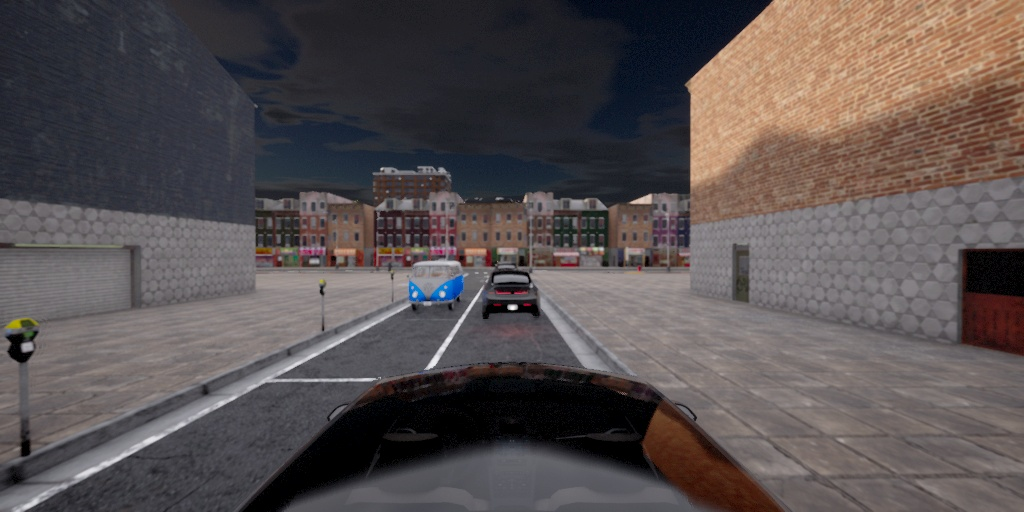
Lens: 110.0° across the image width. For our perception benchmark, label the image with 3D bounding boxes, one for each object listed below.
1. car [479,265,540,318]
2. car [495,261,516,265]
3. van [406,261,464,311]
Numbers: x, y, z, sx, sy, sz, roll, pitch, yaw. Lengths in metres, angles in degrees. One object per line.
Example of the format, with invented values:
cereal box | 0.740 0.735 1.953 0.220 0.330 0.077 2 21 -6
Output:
car | -0.105 1.249 12.938 1.837 1.490 4.892 0 0 -3
car | -0.384 1.243 24.784 1.837 1.490 4.892 0 0 -1
van | -2.893 1.083 14.197 1.690 1.789 3.998 0 0 -1
